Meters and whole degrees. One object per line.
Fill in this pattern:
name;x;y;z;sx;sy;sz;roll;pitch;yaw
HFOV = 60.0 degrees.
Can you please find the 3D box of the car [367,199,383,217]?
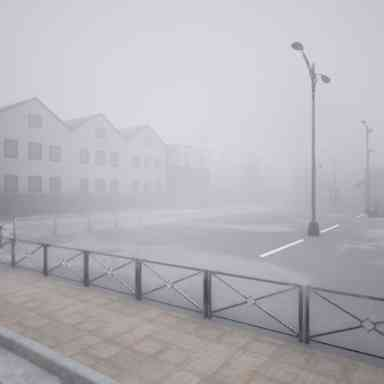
car;15.435;1.297;26.794;2.007;1.523;4.514;0;0;35
